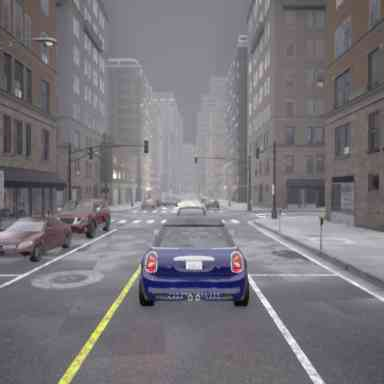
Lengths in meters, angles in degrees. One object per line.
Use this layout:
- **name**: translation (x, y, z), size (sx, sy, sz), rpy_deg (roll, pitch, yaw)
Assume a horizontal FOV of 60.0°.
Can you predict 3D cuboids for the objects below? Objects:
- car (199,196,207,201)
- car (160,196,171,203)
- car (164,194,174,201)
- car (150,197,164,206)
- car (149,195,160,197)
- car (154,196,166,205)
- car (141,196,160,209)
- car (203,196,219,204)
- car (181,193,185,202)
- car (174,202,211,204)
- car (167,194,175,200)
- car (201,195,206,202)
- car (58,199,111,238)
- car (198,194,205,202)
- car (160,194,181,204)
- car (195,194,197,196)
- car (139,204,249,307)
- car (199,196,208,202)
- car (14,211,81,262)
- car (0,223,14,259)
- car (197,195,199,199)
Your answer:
- **car**: translation (2.705, 1.608, 83.556), size (2.008, 1.369, 4.403), rpy_deg (-1, 0, 0)
- **car**: translation (-5.801, 1.589, 72.393), size (2.008, 1.369, 4.403), rpy_deg (-1, 0, 0)
- **car**: translation (-5.824, 1.373, 83.524), size (2.192, 1.841, 5.009), rpy_deg (-1, 0, 0)
- **car**: translation (-5.772, 1.560, 55.699), size (1.887, 1.381, 4.507), rpy_deg (-1, 0, 0)
- **car**: translation (-5.765, 1.324, 50.135), size (2.192, 1.841, 5.009), rpy_deg (-1, 0, 0)
- **car**: translation (-5.782, 1.547, 61.094), size (1.752, 1.417, 4.829), rpy_deg (-1, 0, 0)
- **car**: translation (-5.752, 1.586, 44.570), size (1.802, 1.307, 4.206), rpy_deg (-1, 0, 0)
- **car**: translation (2.773, 1.586, 44.612), size (1.802, 1.307, 4.206), rpy_deg (-1, 0, 0)
- **car**: translation (-3.119, 1.526, 69.168), size (2.128, 1.511, 4.902), rpy_deg (0, 0, 0)
- **car**: translation (-0.014, 1.499, 17.331), size (1.837, 1.490, 4.892), rpy_deg (0, 0, 0)
- **car**: translation (-5.841, 1.517, 94.655), size (1.967, 1.590, 4.097), rpy_deg (-1, 0, 0)
- **car**: translation (2.762, 1.535, 50.345), size (1.752, 1.417, 4.829), rpy_deg (-1, 0, 0)
- **car**: translation (-5.708, 1.310, 17.569), size (2.192, 1.841, 5.009), rpy_deg (-1, 0, 0)
- **car**: translation (2.734, 1.574, 66.865), size (1.887, 1.381, 4.507), rpy_deg (-1, 0, 0)
- **car**: translation (-3.177, 1.361, 49.715), size (2.097, 1.767, 4.553), rpy_deg (0, 0, 0)
- **car**: translation (2.692, 1.383, 89.120), size (2.192, 1.841, 5.009), rpy_deg (-1, 0, 0)
- **car**: translation (0.049, 1.348, 8.153), size (2.097, 1.767, 4.553), rpy_deg (0, 0, 0)
- **car**: translation (2.714, 1.592, 77.993), size (1.887, 1.381, 4.507), rpy_deg (-1, 0, 0)
- **car**: translation (-5.695, 1.577, 11.987), size (1.802, 1.307, 4.206), rpy_deg (-1, 0, 0)
- **car**: translation (-5.686, 1.547, 6.404), size (2.008, 1.369, 4.403), rpy_deg (-1, 0, 0)
- **car**: translation (2.723, 1.478, 72.428), size (1.967, 1.590, 4.097), rpy_deg (-1, 0, 0)
